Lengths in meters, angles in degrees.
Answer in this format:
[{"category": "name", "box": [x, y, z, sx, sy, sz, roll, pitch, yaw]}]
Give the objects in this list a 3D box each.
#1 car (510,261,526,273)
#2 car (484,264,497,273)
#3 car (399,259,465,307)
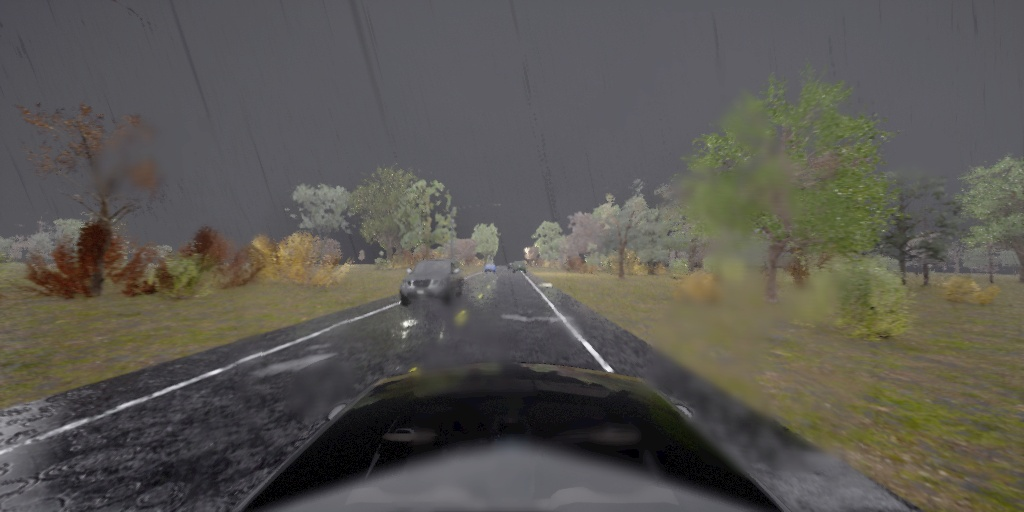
[{"category": "car", "box": [1.220, 1.773, 59.363, 2.150, 2.045, 5.566, 0, -1, 0]}, {"category": "car", "box": [-3.544, 2.024, 59.284, 1.882, 1.535, 5.008, 0, -1, 1]}, {"category": "car", "box": [-3.602, 1.165, 17.164, 2.150, 2.045, 5.566, 0, -1, 0]}]
